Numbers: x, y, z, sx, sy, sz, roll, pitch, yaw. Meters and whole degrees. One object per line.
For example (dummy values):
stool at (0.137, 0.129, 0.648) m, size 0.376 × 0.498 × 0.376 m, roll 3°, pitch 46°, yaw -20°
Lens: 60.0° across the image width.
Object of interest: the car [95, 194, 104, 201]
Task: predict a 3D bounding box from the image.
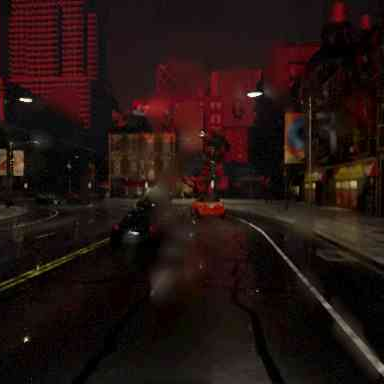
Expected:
car at (-17.934, 0.946, 59.242) m, size 4.718 × 1.301 × 1.895 m, roll 1°, pitch 1°, yaw 35°

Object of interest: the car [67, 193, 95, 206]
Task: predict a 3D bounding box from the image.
car at (-14.943, 1.082, 43.639) m, size 1.994 × 1.385 × 4.181 m, roll 0°, pitch 1°, yaw -42°

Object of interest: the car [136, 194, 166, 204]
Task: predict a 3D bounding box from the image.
car at (-4.394, 1.207, 33.559) m, size 1.994 × 1.385 × 4.181 m, roll 0°, pitch 1°, yaw -20°

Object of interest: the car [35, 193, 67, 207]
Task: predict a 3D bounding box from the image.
car at (-18.239, 1.020, 42.094) m, size 2.128 × 1.511 × 4.902 m, roll 0°, pitch 1°, yaw -45°

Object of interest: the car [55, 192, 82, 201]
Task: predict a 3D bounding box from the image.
car at (-22.994, 0.833, 61.931) m, size 4.674 × 1.452 × 2.002 m, roll 0°, pitch 1°, yaw 25°

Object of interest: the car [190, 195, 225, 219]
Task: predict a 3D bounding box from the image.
car at (1.121, 1.079, 26.464) m, size 2.097 × 1.767 × 4.553 m, roll 0°, pitch 1°, yaw -8°

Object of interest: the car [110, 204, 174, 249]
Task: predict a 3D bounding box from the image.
car at (-1.905, 1.416, 13.758) m, size 1.994 × 1.385 × 4.181 m, roll 0°, pitch 1°, yaw 4°

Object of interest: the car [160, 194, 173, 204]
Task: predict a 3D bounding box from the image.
car at (-4.693, 1.050, 41.675) m, size 2.128 × 1.511 × 4.902 m, roll 0°, pitch 1°, yaw -31°
